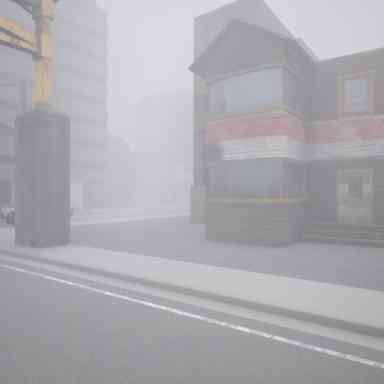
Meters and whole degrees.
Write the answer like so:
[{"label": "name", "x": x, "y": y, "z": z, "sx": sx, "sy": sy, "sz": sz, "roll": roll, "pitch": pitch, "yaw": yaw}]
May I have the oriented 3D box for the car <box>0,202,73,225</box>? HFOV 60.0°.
[{"label": "car", "x": -10.705, "y": 1.453, "z": 23.515, "sx": 2.038, "sy": 1.542, "sz": 4.974, "roll": 0, "pitch": 0, "yaw": 16}]
